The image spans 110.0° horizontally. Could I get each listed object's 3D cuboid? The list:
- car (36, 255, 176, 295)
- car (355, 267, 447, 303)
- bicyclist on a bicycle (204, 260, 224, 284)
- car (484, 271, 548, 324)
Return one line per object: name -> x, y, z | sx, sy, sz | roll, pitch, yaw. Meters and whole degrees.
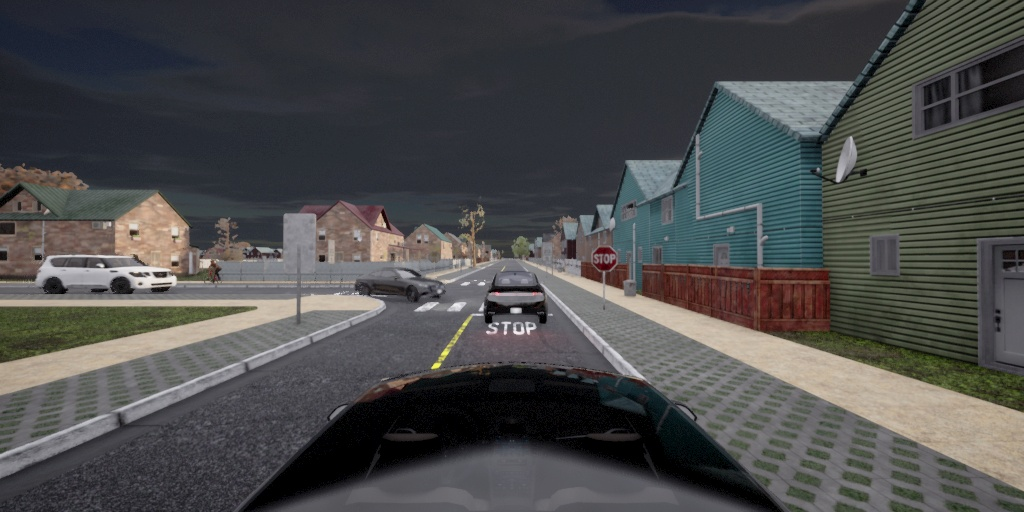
car -> -20.738, 0.957, 18.441 | 5.566, 2.045, 2.150 | 0, -1, 0
car -> -5.226, 1.262, 16.672 | 4.674, 1.442, 1.812 | 0, -1, 26
bicyclist on a bicycle -> -20.198, 1.100, 24.302 | 0.582, 1.620, 1.656 | 0, 0, 0
car -> 0.109, 1.244, 11.980 | 2.128, 1.511, 4.902 | 0, 0, 0
